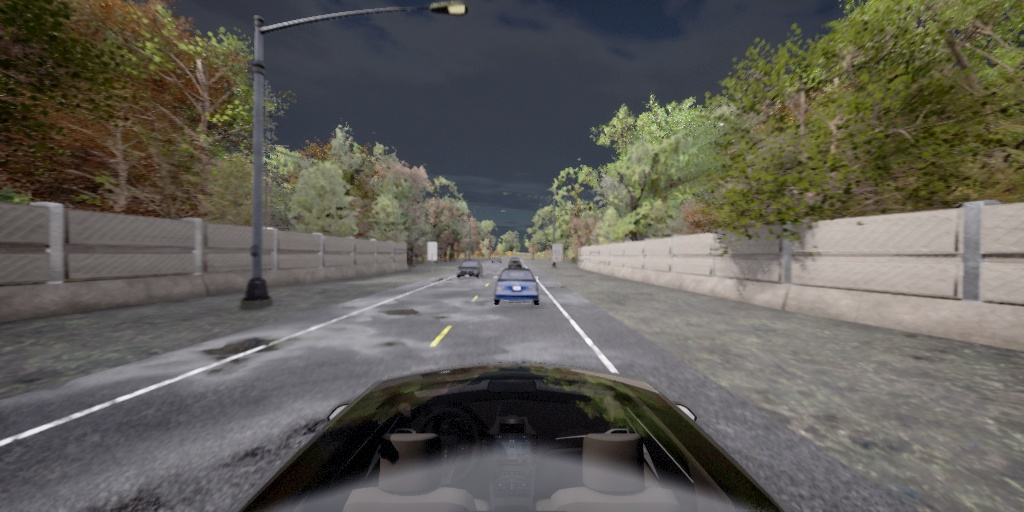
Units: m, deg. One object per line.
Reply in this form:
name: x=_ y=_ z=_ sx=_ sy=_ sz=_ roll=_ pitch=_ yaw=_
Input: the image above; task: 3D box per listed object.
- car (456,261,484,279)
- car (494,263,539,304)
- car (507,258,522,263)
car: x=-3.381 y=1.095 z=29.909 sx=2.033 sy=1.411 sz=5.357 roll=1 pitch=1 yaw=0
car: x=0.193 y=1.224 z=15.790 sx=2.033 sy=1.411 sz=5.357 roll=1 pitch=0 yaw=0
car: x=0.393 y=0.989 z=48.709 sx=1.837 sy=1.490 sz=4.892 roll=1 pitch=1 yaw=1
